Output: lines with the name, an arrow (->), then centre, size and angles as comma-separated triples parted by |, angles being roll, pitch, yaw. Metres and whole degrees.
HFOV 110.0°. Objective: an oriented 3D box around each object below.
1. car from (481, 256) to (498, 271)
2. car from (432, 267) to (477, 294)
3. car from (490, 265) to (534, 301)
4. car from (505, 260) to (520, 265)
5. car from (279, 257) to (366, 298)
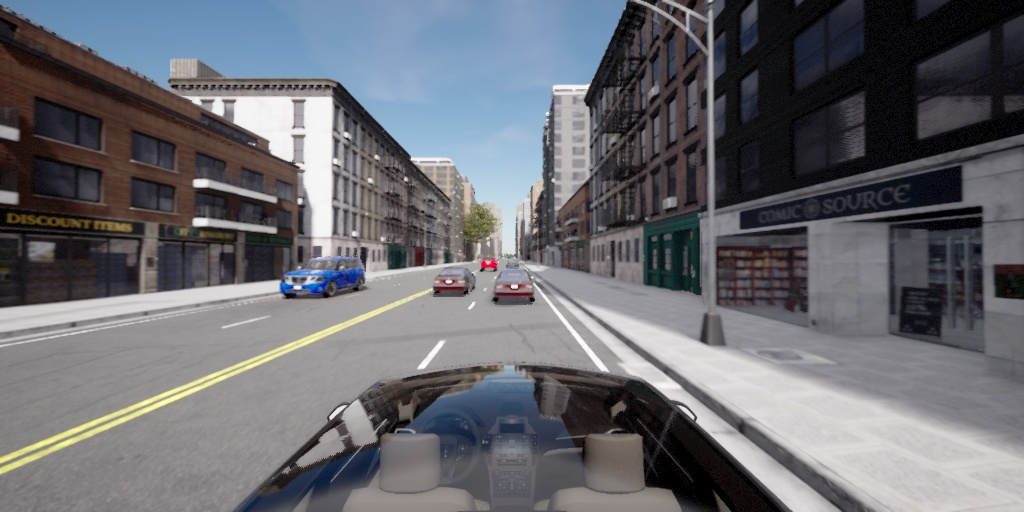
car -> -3.164, 1.089, 50.342 | 2.150, 2.045, 5.566 | 0, 0, 0
car -> -3.156, 1.336, 20.423 | 2.033, 1.411, 5.357 | 0, 0, 0
car -> 0.095, 1.329, 17.484 | 2.033, 1.411, 5.357 | 0, 0, 0
car -> 0.085, 1.361, 50.571 | 2.128, 1.511, 4.902 | 0, 0, 0
car -> -9.756, 1.086, 19.082 | 2.150, 2.045, 5.566 | 0, 0, 0
